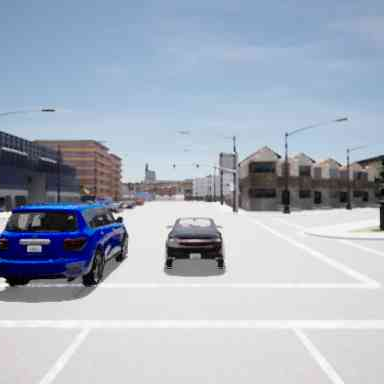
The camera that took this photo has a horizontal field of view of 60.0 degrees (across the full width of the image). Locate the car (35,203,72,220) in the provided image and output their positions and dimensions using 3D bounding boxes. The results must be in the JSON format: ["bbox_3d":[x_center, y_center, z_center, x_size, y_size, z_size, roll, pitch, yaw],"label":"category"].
[{"bbox_3d":[-14.124,1.981,34.229,1.837,1.490,4.892,0,-1,-1],"label":"car"}]

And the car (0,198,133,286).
[{"bbox_3d":[-3.410,1.341,9.882,2.150,2.045,5.566,0,0,0],"label":"car"}]

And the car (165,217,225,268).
[{"bbox_3d":[0.091,1.635,11.828,2.128,1.511,4.902,0,-1,0],"label":"car"}]

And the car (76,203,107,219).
[{"bbox_3d":[-10.613,1.999,35.578,1.837,1.490,4.892,0,-1,0],"label":"car"}]

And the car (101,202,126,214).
[{"bbox_3d":[-10.606,2.129,45.313,2.033,1.411,5.357,0,0,0],"label":"car"}]

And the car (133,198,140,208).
[{"bbox_3d":[-10.547,2.052,55.053,2.128,1.511,4.902,0,0,0],"label":"car"}]

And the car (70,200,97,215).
[{"bbox_3d":[-14.106,1.932,43.427,2.097,1.767,4.553,0,0,0],"label":"car"}]

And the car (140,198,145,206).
[{"bbox_3d":[-10.531,1.935,65.510,1.882,1.535,5.008,0,0,0],"label":"car"}]
